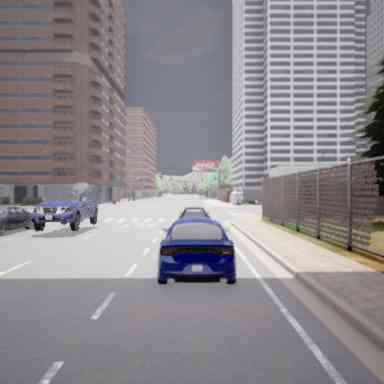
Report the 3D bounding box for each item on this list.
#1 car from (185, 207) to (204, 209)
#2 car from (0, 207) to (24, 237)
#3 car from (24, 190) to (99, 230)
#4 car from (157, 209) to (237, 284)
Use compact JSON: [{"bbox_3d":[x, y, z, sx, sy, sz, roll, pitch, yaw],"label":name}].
[{"bbox_3d":[0.144,1.568,19.695,1.994,1.385,4.181,0,0,0],"label":"car"},{"bbox_3d":[-10.482,1.550,18.458,2.033,1.411,5.357,0,0,0],"label":"car"},{"bbox_3d":[-6.977,0.882,18.989,2.150,2.045,5.566,0,0,0],"label":"car"},{"bbox_3d":[0.116,1.479,9.589,1.882,1.535,5.008,0,0,0],"label":"car"}]
